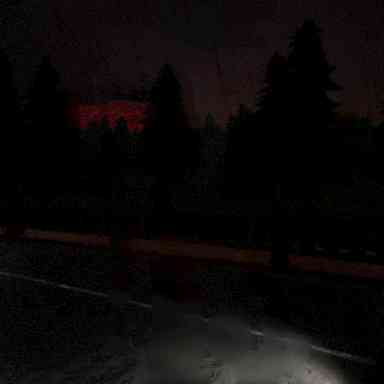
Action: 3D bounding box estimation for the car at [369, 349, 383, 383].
[{"bbox_3d":[3.627,1.541,1.291,5.357,1.411,2.033,0,0,36],"label":"car"}]
